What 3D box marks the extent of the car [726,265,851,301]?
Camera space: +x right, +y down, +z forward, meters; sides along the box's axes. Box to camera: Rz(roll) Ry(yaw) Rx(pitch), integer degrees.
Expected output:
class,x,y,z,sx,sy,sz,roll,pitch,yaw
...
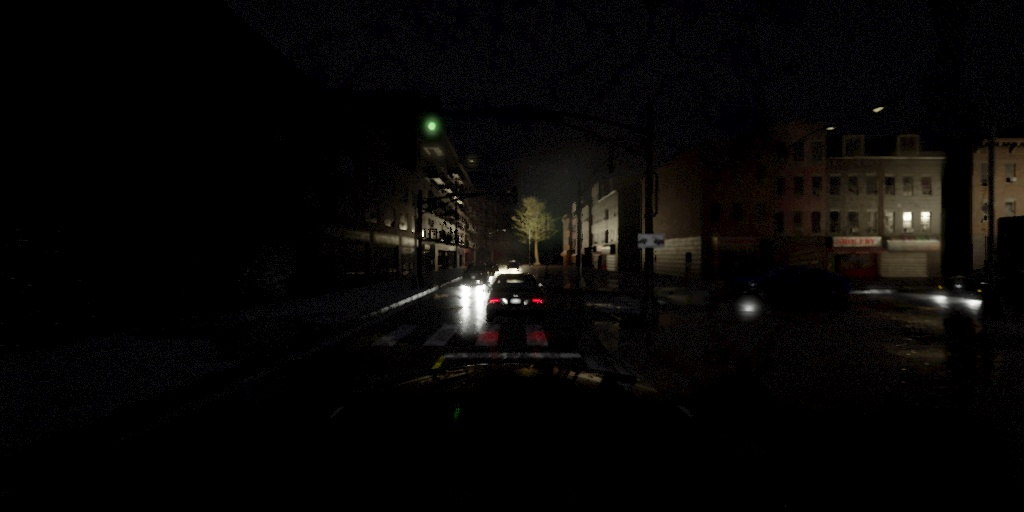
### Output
class,x,y,z,sx,sy,sz,roll,pitch,yaw
car,12.596,1.178,16.543,5.008,1.535,1.882,0,0,0

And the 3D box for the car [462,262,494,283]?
class,x,y,z,sx,sy,sz,roll,pitch,yaw
car,-2.805,1.301,28.491,2.128,1.511,4.902,0,0,0

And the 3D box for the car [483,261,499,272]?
class,x,y,z,sx,sy,sz,roll,pitch,yaw
car,-2.777,1.431,48.321,1.994,1.385,4.181,0,0,-1

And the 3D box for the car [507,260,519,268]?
class,x,y,z,sx,sy,sz,roll,pitch,yaw
car,0.185,1.465,58.566,1.994,1.385,4.181,0,0,0

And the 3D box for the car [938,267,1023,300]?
class,x,y,z,sx,sy,sz,roll,pitch,yaw
car,22.617,1.211,16.556,4.181,1.385,1.994,0,0,0

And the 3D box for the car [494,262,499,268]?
class,x,y,z,sx,sy,sz,roll,pitch,yaw
car,-2.795,1.401,38.323,1.994,1.385,4.181,0,0,0

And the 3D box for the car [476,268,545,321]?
class,x,y,z,sx,sy,sz,roll,pitch,yaw
car,0.110,1.319,12.581,2.033,1.411,5.357,0,0,0
